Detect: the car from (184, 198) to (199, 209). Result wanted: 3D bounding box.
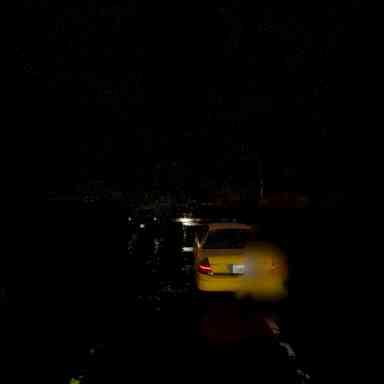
[{"bbox_3d":[-0.073,1.554,46.331,1.994,1.385,4.181,0,0,1],"label":"car"}]

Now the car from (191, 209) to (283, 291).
[{"bbox_3d":[0.944,1.453,8.944,1.801,1.575,5.366,0,0,0],"label":"car"}]

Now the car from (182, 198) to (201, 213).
[{"bbox_3d":[-0.002,1.517,37.440,1.812,1.442,4.674,0,0,0],"label":"car"}]

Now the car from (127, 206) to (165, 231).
[{"bbox_3d":[-2.794,1.596,20.878,1.895,1.301,4.718,0,0,0],"label":"car"}]
